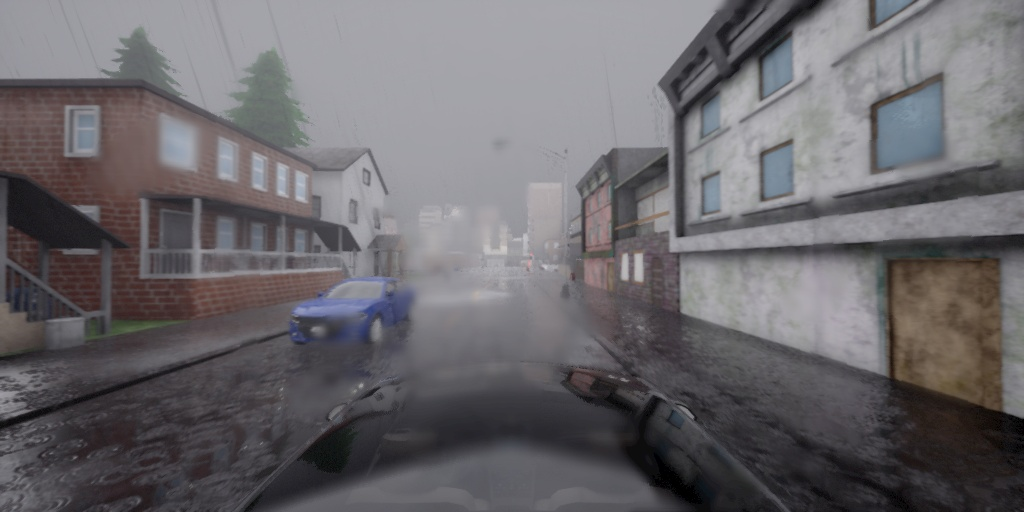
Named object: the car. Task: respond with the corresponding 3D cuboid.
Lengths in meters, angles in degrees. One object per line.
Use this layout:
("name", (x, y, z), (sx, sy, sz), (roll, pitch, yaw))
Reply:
("car", (-4.088, 1.337, 10.099), (1.882, 1.535, 5.008), (0, -1, 0))
